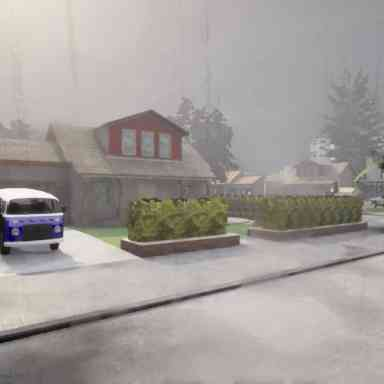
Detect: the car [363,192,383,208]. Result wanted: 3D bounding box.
[{"bbox_3d":[23.066,0.984,40.726,3.866,1.878,1.905,0,0,-1],"label":"car"}]
